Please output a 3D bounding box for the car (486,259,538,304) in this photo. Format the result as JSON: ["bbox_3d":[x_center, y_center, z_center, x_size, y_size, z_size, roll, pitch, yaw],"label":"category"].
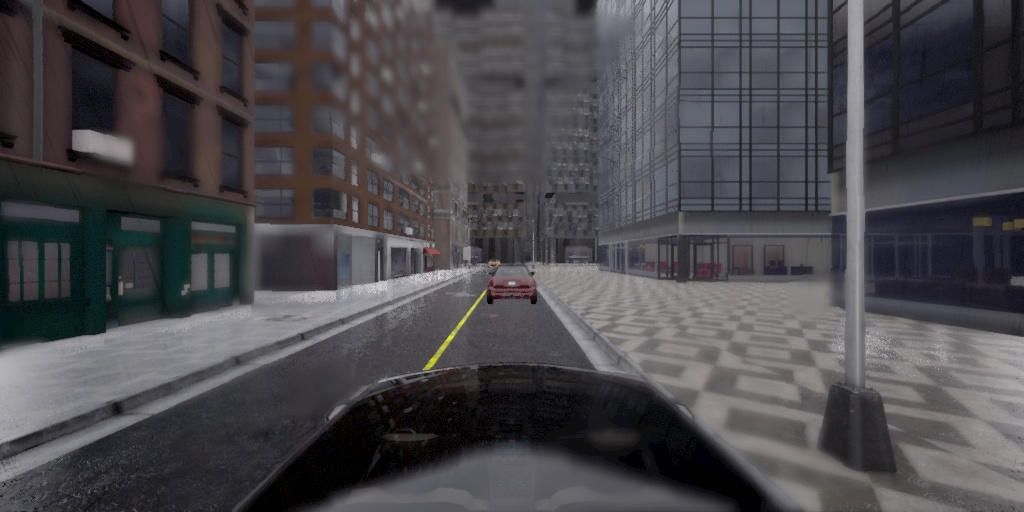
[{"bbox_3d":[0.001,1.116,16.470,2.097,1.767,4.553,0,0,0],"label":"car"}]

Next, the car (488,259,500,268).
[{"bbox_3d":[-2.999,1.286,61.500,1.882,1.535,5.008,0,0,0],"label":"car"}]
